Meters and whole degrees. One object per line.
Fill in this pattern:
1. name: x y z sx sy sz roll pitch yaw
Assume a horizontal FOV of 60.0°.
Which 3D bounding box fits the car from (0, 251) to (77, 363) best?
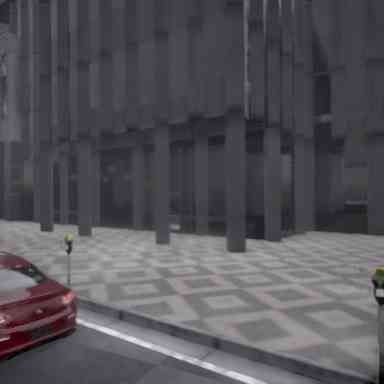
1. car: -3.593 1.641 5.406 4.206 1.307 1.802 -1 0 35
